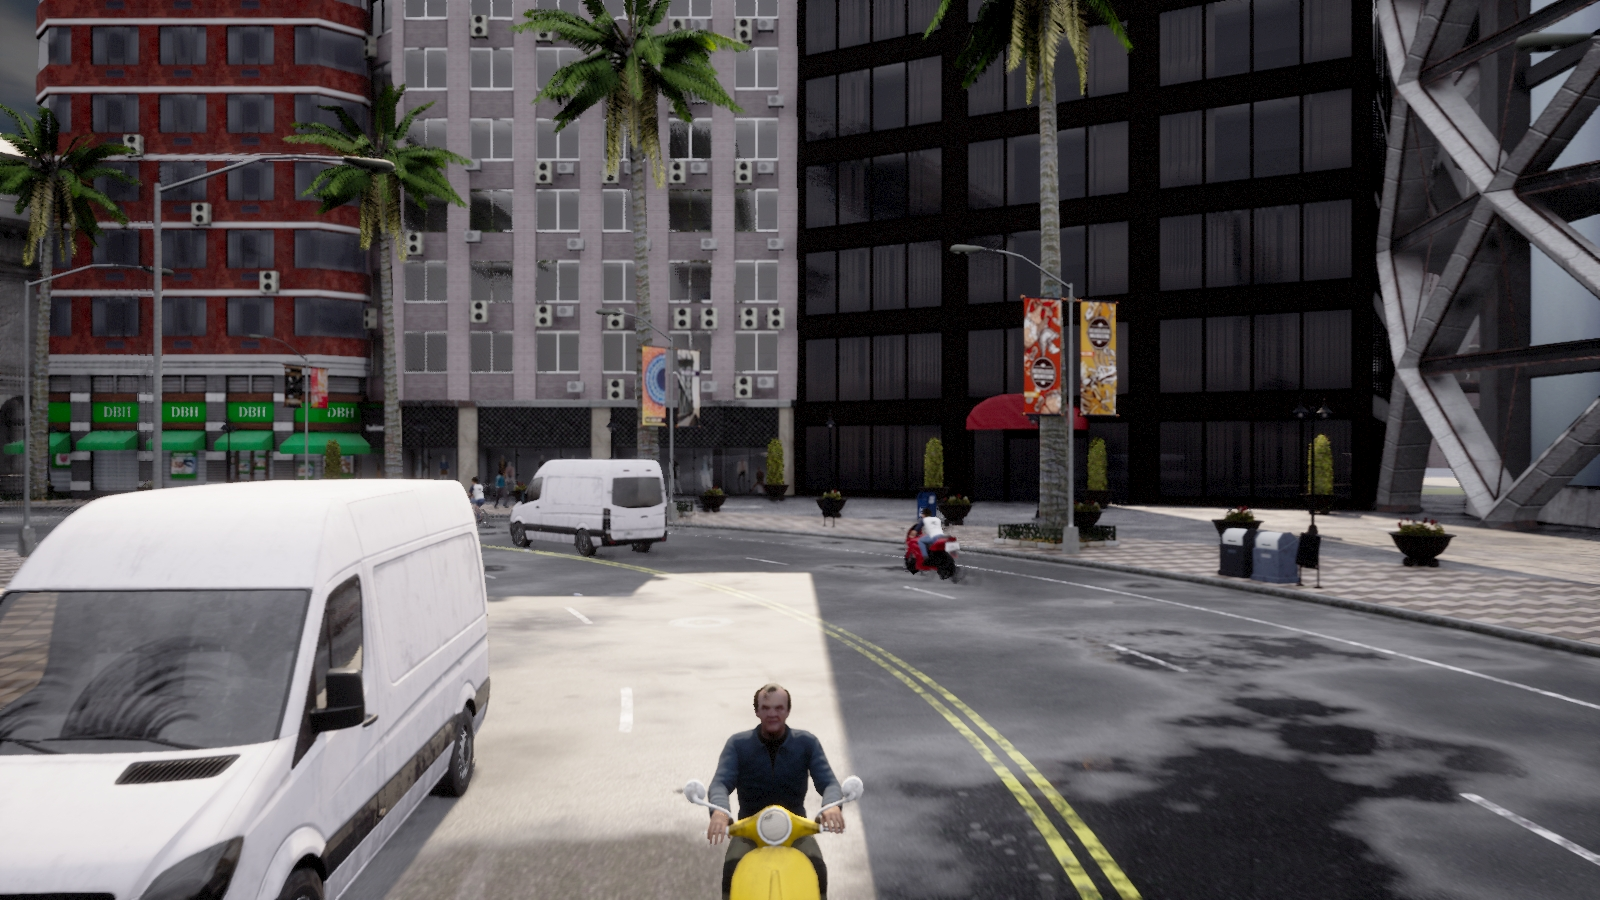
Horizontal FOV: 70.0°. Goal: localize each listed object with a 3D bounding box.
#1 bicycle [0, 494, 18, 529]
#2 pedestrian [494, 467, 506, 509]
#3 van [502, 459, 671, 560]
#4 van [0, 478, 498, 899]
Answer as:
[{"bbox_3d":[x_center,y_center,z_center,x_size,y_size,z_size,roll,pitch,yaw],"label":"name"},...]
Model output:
[{"bbox_3d":[-28.944,2.216,41.461,1.643,1.196,0.373,0,0,35],"label":"bicycle"},{"bbox_3d":[-13.381,1.707,51.029,0.375,1.860,0.375,0,0,43],"label":"pedestrian"},{"bbox_3d":[-6.115,1.540,32.101,1.988,2.561,5.915,0,0,-41],"label":"van"},{"bbox_3d":[-3.594,1.536,7.558,1.988,2.561,5.915,0,0,-4],"label":"van"}]
